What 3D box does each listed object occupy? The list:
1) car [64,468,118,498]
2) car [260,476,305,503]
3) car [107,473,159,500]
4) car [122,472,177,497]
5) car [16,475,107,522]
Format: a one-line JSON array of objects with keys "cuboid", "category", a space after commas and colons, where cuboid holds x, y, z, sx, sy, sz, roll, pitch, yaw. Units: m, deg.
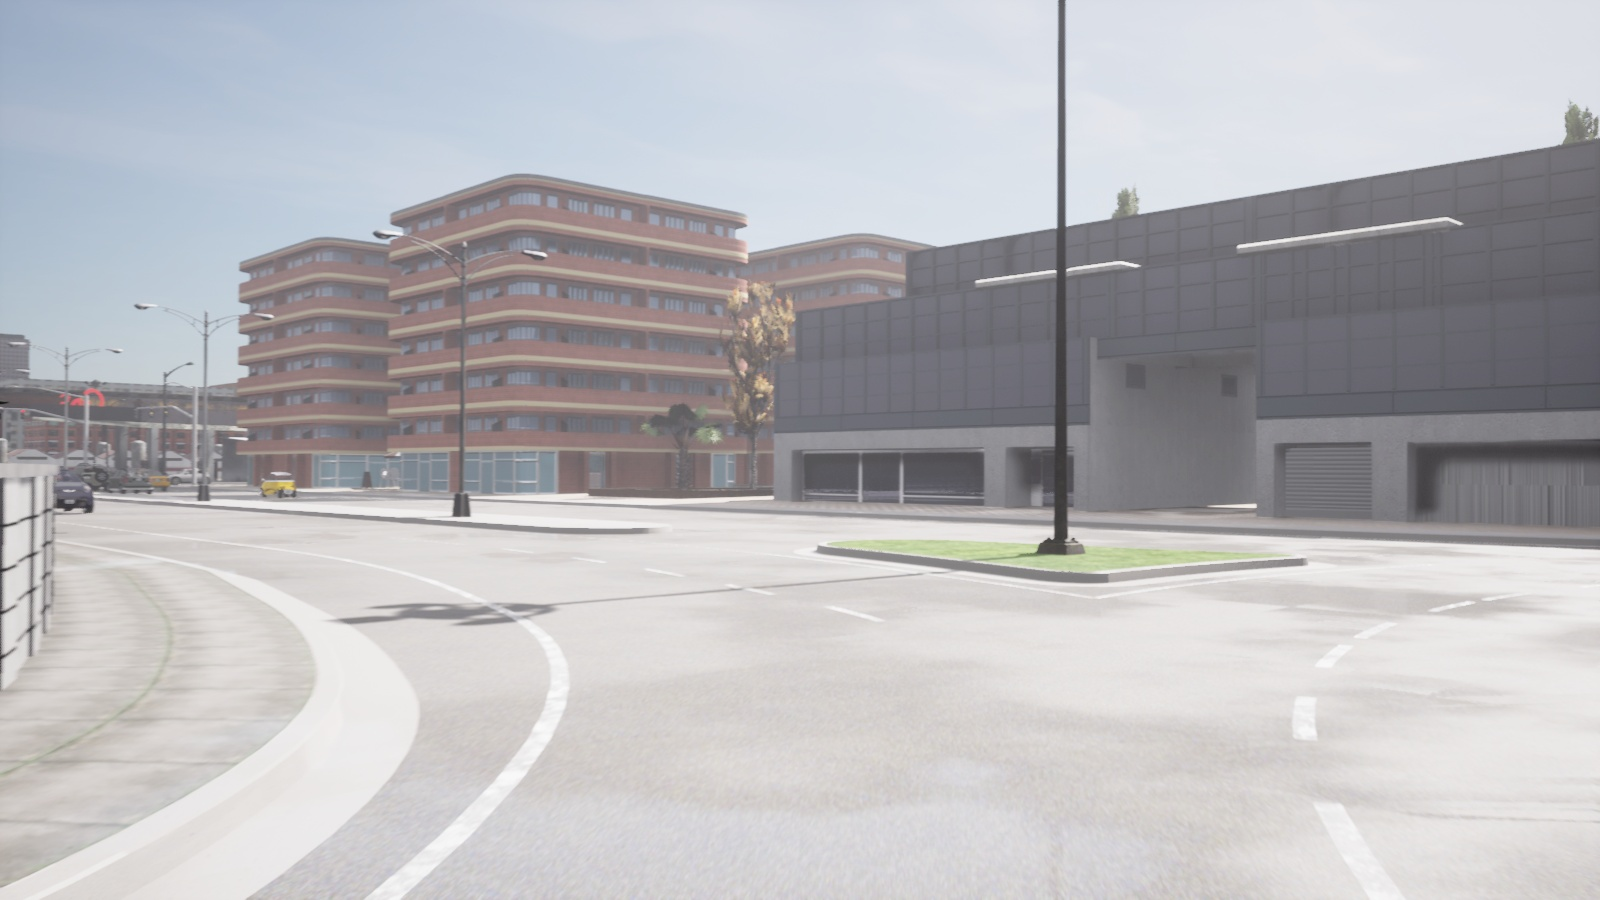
[{"cuboid": [-45.515, 2.113, 80.540, 1.932, 1.855, 4.605, 1, -1, -44], "category": "car"}, {"cuboid": [-27.509, 2.068, 66.773, 1.481, 1.376, 2.207, 1, -1, -44], "category": "car"}, {"cuboid": [-39.379, 2.150, 74.122, 1.789, 1.549, 3.705, 1, -1, -44], "category": "car"}, {"cuboid": [-43.012, 2.269, 82.983, 1.801, 1.575, 5.366, 1, -1, -44], "category": "car"}, {"cuboid": [-24.992, 1.612, 42.441, 1.845, 1.501, 3.633, 1, -1, -44], "category": "car"}]
